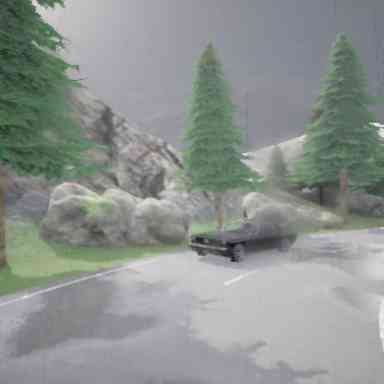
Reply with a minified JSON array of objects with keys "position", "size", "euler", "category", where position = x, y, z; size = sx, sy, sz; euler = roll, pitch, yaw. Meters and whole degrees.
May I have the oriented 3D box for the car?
[{"position":[2.094,1.779,12.896],"size":[4.718,1.301,1.895],"euler":[1,-1,-43],"category":"car"}]
